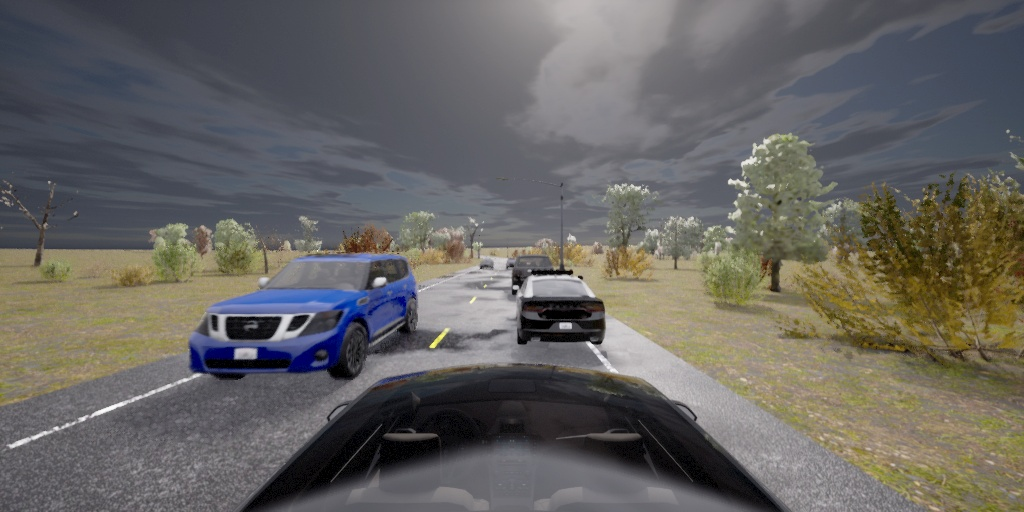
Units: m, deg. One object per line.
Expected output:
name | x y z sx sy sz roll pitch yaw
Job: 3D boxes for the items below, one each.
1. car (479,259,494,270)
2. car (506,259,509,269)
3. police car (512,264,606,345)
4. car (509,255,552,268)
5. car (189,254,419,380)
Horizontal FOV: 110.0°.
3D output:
car | -3.567 1.147 51.086 1.837 1.490 4.892 0 0 0
car | 0.082 1.186 52.255 2.033 1.411 5.357 0 0 1
police car | 1.055 1.166 9.615 1.930 1.638 5.238 0 0 0
car | 1.059 0.949 19.535 2.150 2.045 5.566 0 0 0
car | -3.596 0.965 7.605 2.150 2.045 5.566 0 0 0
